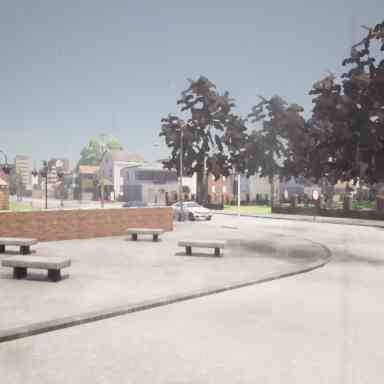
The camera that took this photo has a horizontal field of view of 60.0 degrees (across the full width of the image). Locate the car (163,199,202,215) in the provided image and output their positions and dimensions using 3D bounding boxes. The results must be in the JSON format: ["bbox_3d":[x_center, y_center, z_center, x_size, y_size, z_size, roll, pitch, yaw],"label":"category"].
[{"bbox_3d":[-1.092,1.505,35.627,1.837,1.490,4.892,0,0,-36],"label":"car"}]

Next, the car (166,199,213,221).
[{"bbox_3d":[-0.267,1.526,27.279,1.812,1.442,4.674,0,0,-36],"label":"car"}]

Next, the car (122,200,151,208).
[{"bbox_3d":[-5.865,1.564,35.164,1.994,1.385,4.181,0,0,-35],"label":"car"}]
